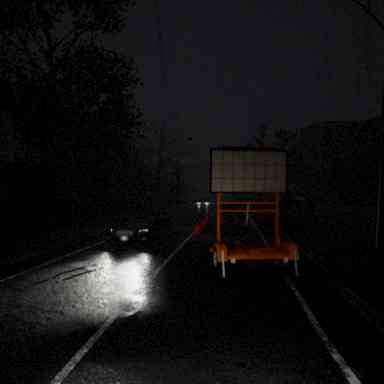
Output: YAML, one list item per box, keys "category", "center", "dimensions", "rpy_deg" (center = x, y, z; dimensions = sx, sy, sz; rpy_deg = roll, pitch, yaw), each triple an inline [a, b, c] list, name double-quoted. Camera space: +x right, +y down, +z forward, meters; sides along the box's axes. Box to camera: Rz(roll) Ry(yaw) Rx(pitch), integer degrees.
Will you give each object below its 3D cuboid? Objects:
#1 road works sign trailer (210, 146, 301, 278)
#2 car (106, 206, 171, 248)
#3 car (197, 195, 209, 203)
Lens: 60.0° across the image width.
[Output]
- category: "road works sign trailer"
  center: [1.672, 0.441, 10.173]
  dimensions: [2.380, 3.560, 2.880]
  rpy_deg: [1, 0, -7]
- category: "car"
  center: [-2.166, 1.403, 14.515]
  dimensions: [2.128, 1.511, 4.902]
  rpy_deg: [1, 0, 7]
- category: "car"
  center: [2.072, 1.241, 62.556]
  dimensions: [1.812, 1.442, 4.674]
  rpy_deg: [0, 0, -2]
